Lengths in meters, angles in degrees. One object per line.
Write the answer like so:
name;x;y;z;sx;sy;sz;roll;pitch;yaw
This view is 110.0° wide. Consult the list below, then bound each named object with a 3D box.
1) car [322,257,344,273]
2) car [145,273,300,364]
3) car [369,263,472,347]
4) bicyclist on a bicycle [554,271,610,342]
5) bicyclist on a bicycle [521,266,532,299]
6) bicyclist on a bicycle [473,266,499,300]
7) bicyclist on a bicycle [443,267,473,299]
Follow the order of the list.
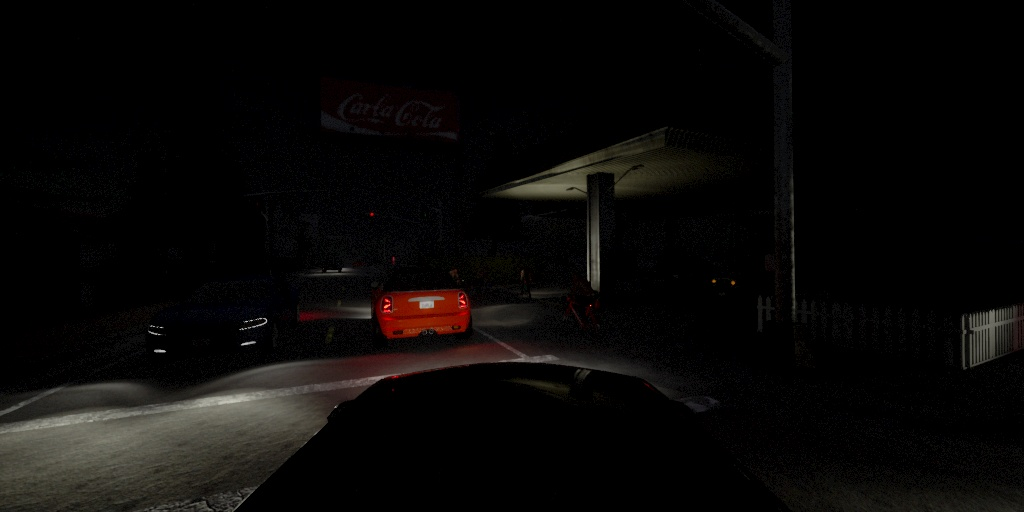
car;-23.929;1.146;47.732;2.150;2.045;5.566;0;0;-25
car;-6.294;1.204;8.383;1.882;1.535;5.008;0;0;-24
car;-2.586;1.048;9.470;2.097;1.767;4.553;0;0;-22
bicyclist on a bicycle;1.666;1.196;8.705;0.582;1.620;1.656;3;-2;-43
bicyclist on a bicycle;0.708;1.322;17.910;0.582;1.620;1.656;-1;0;16
bicyclist on a bicycle;-1.400;1.331;17.785;1.656;1.620;0.582;0;0;-21
bicyclist on a bicycle;-2.701;1.304;16.397;1.656;1.620;0.582;1;0;37
